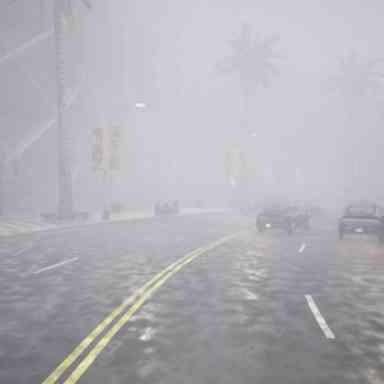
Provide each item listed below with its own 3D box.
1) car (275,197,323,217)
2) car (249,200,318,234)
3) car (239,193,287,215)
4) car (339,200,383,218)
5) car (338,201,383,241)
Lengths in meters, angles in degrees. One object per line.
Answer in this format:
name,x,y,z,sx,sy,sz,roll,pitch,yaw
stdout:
car,9.370,1.385,28.297,4.674,1.442,1.812,0,0,-41
car,5.238,1.413,18.587,1.837,1.490,4.892,0,0,36
car,6.794,1.071,30.710,5.566,2.045,2.150,0,0,-41
car,14.810,1.424,28.620,4.181,1.385,1.994,0,0,-32
car,8.430,1.412,16.386,2.128,1.511,4.902,0,0,30
